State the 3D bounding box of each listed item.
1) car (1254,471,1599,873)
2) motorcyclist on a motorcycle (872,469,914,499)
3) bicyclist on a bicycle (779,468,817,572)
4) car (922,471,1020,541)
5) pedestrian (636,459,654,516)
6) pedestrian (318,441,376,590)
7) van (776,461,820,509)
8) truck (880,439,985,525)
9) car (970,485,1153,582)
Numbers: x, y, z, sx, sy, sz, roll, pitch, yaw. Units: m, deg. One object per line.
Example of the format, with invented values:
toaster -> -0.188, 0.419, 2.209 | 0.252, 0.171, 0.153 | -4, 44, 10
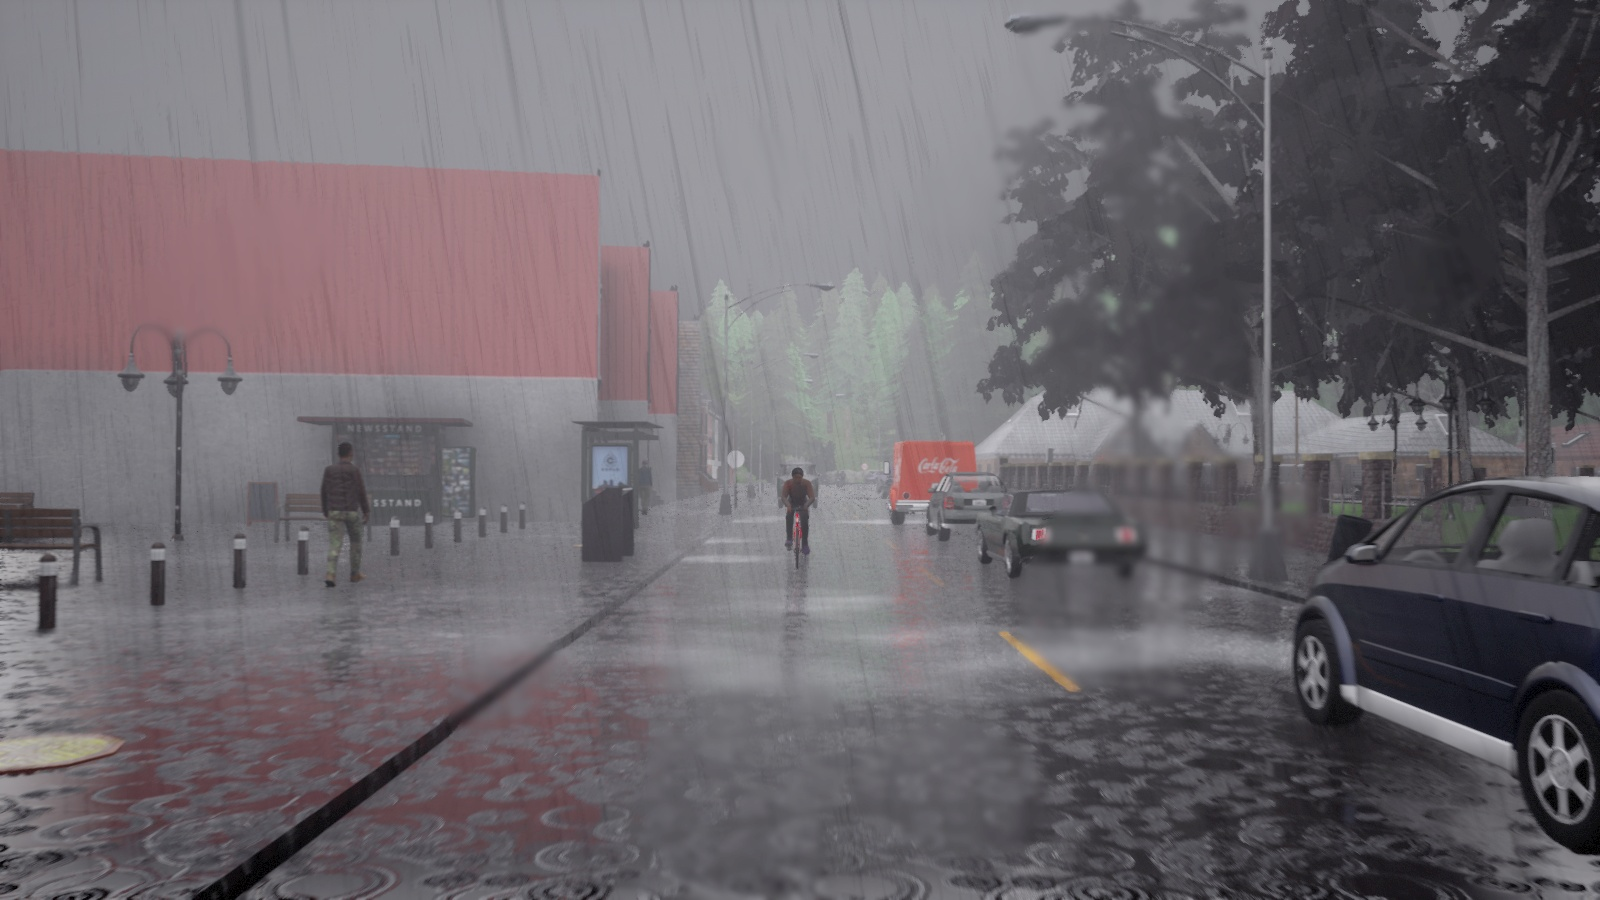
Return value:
car -> 3.984, 0.889, 6.657 | 1.789, 1.549, 3.705 | 0, -1, 0
motorcyclist on a motorcycle -> 5.316, 1.949, 72.005 | 2.350, 1.649, 0.766 | -1, -4, 39
bicyclist on a bicycle -> -0.033, 1.110, 20.452 | 0.582, 1.620, 1.656 | 0, -1, 0
car -> 3.958, 1.272, 29.618 | 1.789, 1.549, 3.705 | 0, -1, 0
pedestrian -> -5.101, 1.237, 41.422 | 0.402, 1.842, 0.726 | 0, -1, 10
pedestrian -> -5.708, 0.813, 15.852 | 0.431, 1.840, 0.703 | 0, -1, 5
van -> -0.073, 1.474, 54.131 | 1.775, 1.987, 4.442 | 0, -1, 0
truck -> 3.947, 0.955, 38.385 | 2.627, 2.467, 5.204 | 0, -1, 0
car -> 3.968, 1.232, 19.875 | 1.895, 1.301, 4.718 | 0, -1, 0
